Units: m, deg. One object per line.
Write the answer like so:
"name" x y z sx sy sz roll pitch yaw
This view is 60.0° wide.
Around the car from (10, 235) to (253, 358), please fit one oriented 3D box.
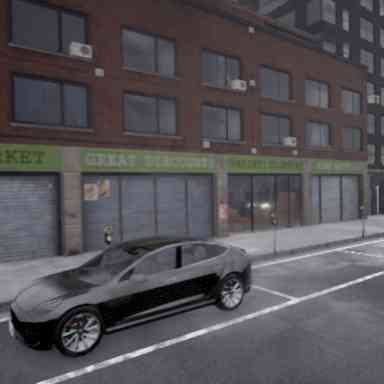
"car" -0.792 1.519 5.978 4.313 1.339 1.947 -1 0 -36
